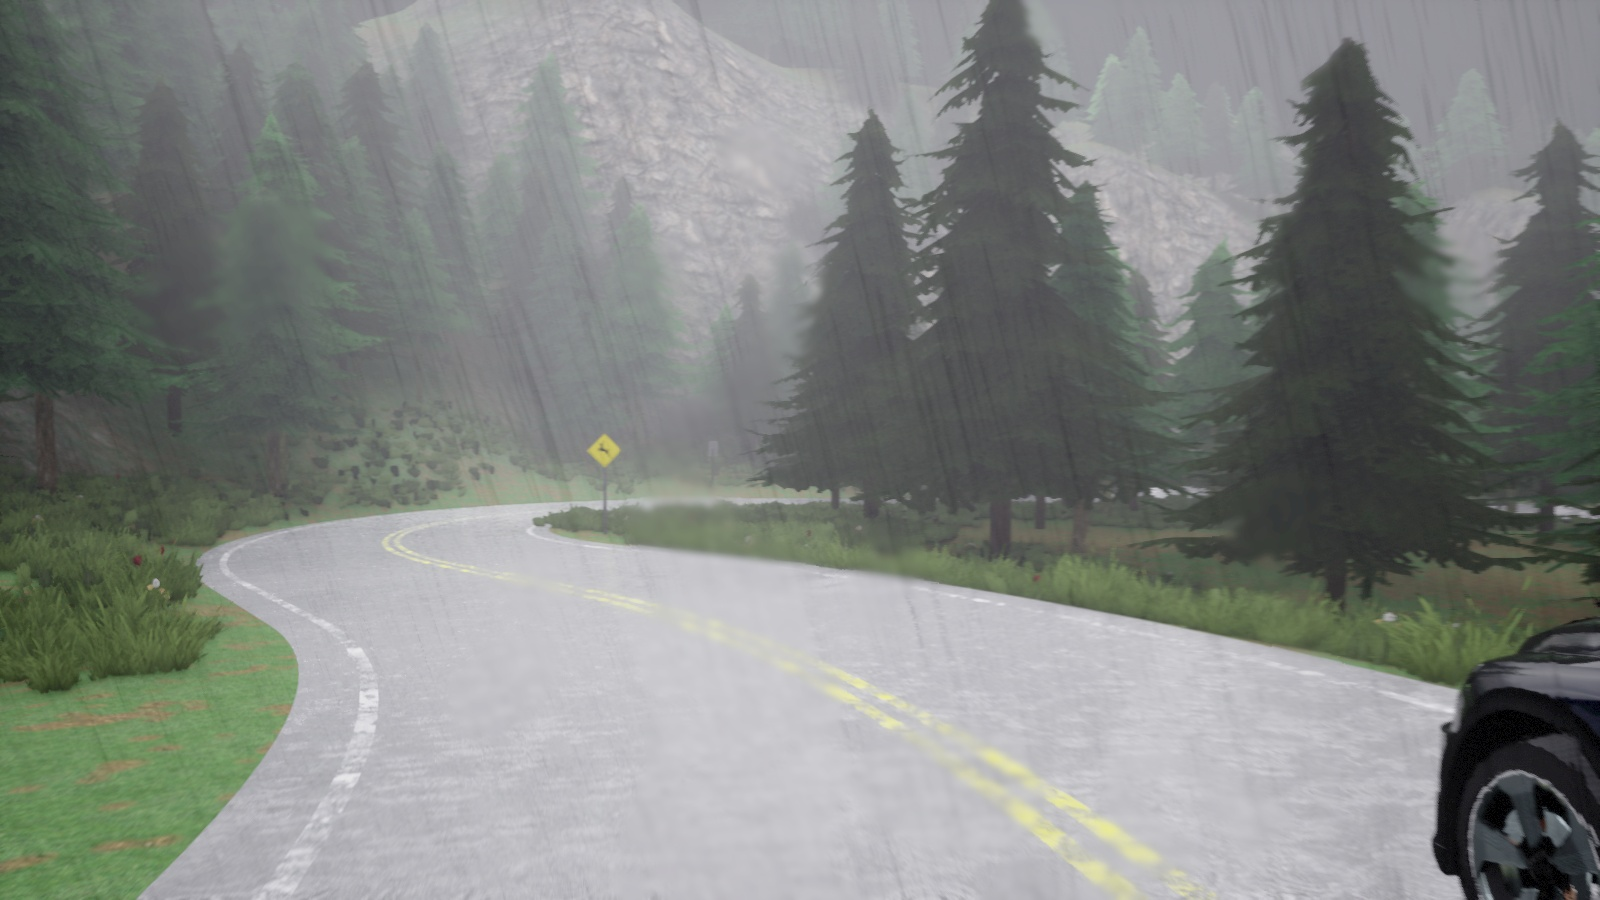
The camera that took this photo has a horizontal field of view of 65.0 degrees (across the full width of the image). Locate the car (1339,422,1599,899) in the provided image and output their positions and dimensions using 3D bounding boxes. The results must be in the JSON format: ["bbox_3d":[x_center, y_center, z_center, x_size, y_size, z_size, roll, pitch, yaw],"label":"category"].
[{"bbox_3d":[3.127,0.731,2.220,2.033,1.649,4.856,-1,-1,-3],"label":"car"}]
